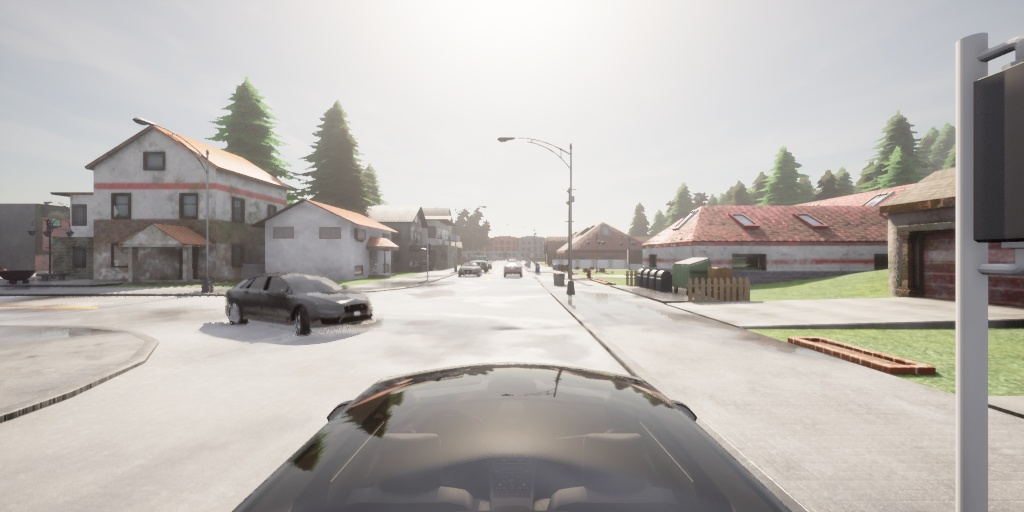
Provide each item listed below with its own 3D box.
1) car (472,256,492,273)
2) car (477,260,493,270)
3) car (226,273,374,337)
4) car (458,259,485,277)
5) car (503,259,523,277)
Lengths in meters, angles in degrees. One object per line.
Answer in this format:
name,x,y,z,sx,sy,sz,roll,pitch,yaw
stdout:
car,-4.088,0.971,44.579,2.150,2.045,5.566,0,0,0
car,-4.063,1.314,54.518,1.994,1.385,4.181,0,0,0
car,-6.151,1.257,10.311,4.892,1.490,1.837,-1,-2,26
car,-4.090,1.314,35.432,1.994,1.385,4.181,0,0,0
car,0.109,1.297,36.197,2.033,1.411,5.357,0,0,0
